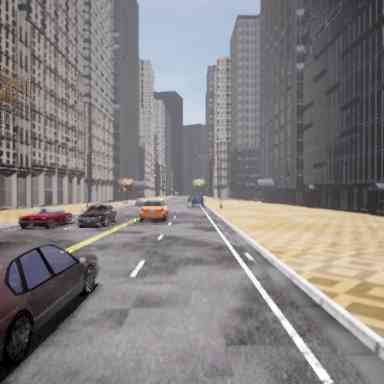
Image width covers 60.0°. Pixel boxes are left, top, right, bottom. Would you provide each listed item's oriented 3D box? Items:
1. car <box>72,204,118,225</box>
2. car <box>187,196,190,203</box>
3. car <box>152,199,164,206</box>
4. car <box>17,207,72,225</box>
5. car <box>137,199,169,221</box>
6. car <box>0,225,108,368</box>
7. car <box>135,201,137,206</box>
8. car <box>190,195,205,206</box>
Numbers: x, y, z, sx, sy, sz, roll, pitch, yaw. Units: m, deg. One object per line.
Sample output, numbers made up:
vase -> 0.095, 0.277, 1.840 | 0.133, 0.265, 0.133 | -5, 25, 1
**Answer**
car -> -6.602, 1.630, 23.715 | 1.837, 1.490, 4.892 | 0, 0, 0
car -> -0.019, 1.683, 80.068 | 2.097, 1.767, 4.553 | 0, 0, 0
car -> -6.530, 1.951, 64.237 | 1.895, 1.301, 4.718 | 0, 0, 0
car -> -9.855, 1.720, 22.663 | 1.895, 1.301, 4.718 | 0, 0, 0
car -> -3.158, 1.503, 28.734 | 2.097, 1.767, 4.553 | 0, 0, 0
car -> -3.154, 1.578, 5.715 | 2.033, 1.411, 5.357 | 0, 0, 0
car -> -9.776, 1.964, 64.222 | 1.895, 1.301, 4.718 | 0, 0, 0
car -> 1.123, 1.547, 60.838 | 2.150, 2.045, 5.566 | 0, 0, 0
